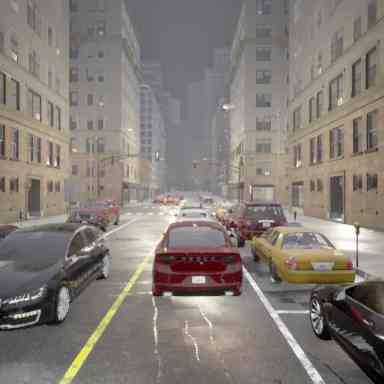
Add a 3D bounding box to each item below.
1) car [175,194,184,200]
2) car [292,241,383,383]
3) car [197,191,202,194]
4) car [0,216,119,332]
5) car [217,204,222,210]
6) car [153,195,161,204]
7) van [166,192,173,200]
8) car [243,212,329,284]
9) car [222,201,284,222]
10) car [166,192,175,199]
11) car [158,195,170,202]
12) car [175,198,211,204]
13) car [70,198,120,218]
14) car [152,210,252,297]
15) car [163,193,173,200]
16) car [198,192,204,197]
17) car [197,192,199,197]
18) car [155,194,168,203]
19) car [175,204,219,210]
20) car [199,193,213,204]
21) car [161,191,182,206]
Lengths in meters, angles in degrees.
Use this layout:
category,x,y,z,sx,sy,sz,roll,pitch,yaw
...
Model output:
category,x,y,z,sx,sy,sz,roll,pitch,yaw
car,-2.998,1.181,80.786,1.812,1.442,4.674,0,0,0
car,2.765,1.566,3.629,1.947,1.339,4.313,0,0,0
car,2.774,1.021,90.483,1.967,1.590,4.097,1,0,0
car,-3.096,1.501,7.151,1.837,1.490,4.892,0,0,0
car,2.767,1.558,20.285,1.802,1.307,4.206,0,0,0
car,-5.755,1.360,57.951,1.887,1.381,4.507,0,0,0
van,-5.750,0.965,85.066,1.690,1.788,3.998,1,0,0
car,2.766,1.519,9.350,1.752,1.417,4.829,0,0,0
car,2.767,1.302,14.734,2.192,1.841,5.009,0,0,0
car,-5.750,0.896,90.489,2.192,1.841,5.009,1,0,0
car,-5.754,1.290,68.798,1.887,1.381,4.507,1,0,0
car,0.074,1.454,25.334,2.128,1.511,4.902,0,0,0
car,-5.758,1.291,20.293,2.192,1.841,5.009,0,0,0
car,0.072,1.473,8.634,1.882,1.535,5.008,0,0,-1
car,-5.752,1.106,79.644,1.967,1.590,4.097,1,0,0
car,2.772,1.270,68.960,1.752,1.417,4.829,1,0,0
car,2.772,1.248,79.639,1.802,1.307,4.206,1,0,0
car,-5.753,1.222,63.375,1.967,1.590,4.097,1,0,0
car,0.099,1.510,16.191,1.812,1.442,4.674,0,0,0
car,2.770,1.366,57.943,2.008,1.369,4.403,0,0,0
car,-3.147,1.202,51.784,2.097,1.767,4.553,0,0,2
